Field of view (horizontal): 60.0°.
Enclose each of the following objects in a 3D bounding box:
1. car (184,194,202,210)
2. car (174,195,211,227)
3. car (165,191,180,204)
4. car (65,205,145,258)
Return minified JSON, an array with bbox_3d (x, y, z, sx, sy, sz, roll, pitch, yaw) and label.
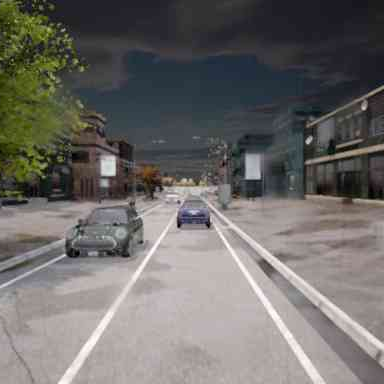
[{"bbox_3d":[0.097,1.137,39.857,2.097,1.767,4.553,0,1,0],"label":"car"},{"bbox_3d":[0.098,1.293,22.178,2.097,1.767,4.553,0,0,0],"label":"car"},{"bbox_3d":[-3.069,0.851,52.998,2.150,2.045,5.566,0,1,0],"label":"car"},{"bbox_3d":[-3.100,1.336,12.675,2.097,1.767,4.553,0,0,0],"label":"car"}]
